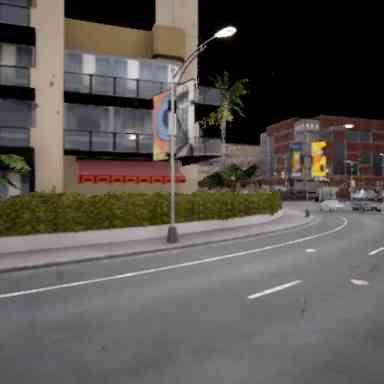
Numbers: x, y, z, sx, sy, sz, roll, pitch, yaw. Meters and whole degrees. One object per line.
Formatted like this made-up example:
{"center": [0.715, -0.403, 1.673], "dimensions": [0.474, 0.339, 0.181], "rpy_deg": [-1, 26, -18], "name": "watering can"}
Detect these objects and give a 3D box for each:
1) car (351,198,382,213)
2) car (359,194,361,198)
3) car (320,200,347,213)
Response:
{"center": [20.340, 1.718, 38.873], "dimensions": [1.994, 1.385, 4.181], "rpy_deg": [0, 0, 4], "name": "car"}
{"center": [39.239, 1.537, 72.448], "dimensions": [2.185, 1.767, 4.553], "rpy_deg": [0, 0, -19], "name": "car"}
{"center": [16.955, 1.691, 40.180], "dimensions": [1.812, 1.442, 4.674], "rpy_deg": [0, 0, 2], "name": "car"}
